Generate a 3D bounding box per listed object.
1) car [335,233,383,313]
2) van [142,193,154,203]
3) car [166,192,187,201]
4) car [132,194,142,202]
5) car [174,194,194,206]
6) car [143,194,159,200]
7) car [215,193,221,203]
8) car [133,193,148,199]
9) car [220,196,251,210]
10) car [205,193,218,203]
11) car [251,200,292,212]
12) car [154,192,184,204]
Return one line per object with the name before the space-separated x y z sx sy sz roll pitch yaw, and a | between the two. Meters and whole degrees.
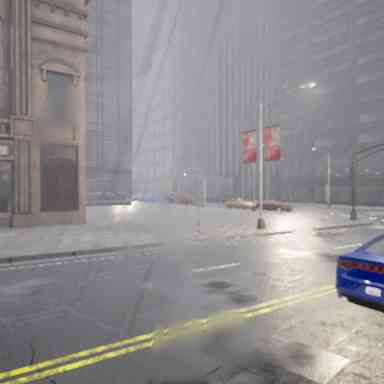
car | 5.069 1.522 6.997 5.008 1.535 1.882 0 0 -35
van | -6.985 1.118 60.876 1.690 1.788 3.998 0 0 -35
car | -3.301 0.985 70.400 2.192 1.841 5.009 0 0 -35
car | -10.249 1.274 65.458 2.008 1.369 4.403 0 0 -35
car | -0.460 1.426 51.713 1.887 1.381 4.507 0 0 -35
car | -9.828 1.139 79.564 1.802 1.307 4.206 0 0 -35
car | 6.485 1.394 56.657 1.947 1.339 4.313 0 0 -35
car | -13.090 1.044 84.145 1.887 1.381 4.507 0 0 -35
car | 6.164 1.505 42.411 1.752 1.417 4.829 0 0 -35
car | 3.224 1.092 61.237 2.192 1.841 5.009 0 0 -35
car | 9.328 1.569 37.968 1.887 1.381 4.507 0 0 -35
car | -3.722 1.145 56.294 2.192 1.841 5.009 0 0 -35
